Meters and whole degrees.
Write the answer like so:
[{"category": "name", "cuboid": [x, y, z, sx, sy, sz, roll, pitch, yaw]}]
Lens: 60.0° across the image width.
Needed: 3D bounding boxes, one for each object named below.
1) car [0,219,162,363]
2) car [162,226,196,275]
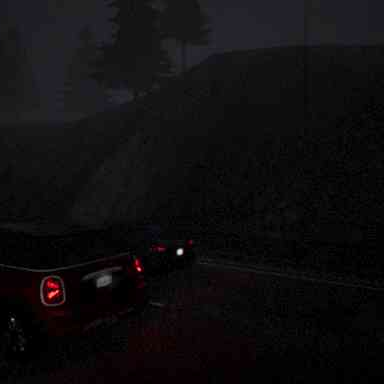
[{"category": "car", "cuboid": [-3.040, 1.318, 6.046, 4.553, 1.767, 2.097, 0, 1, 34]}, {"category": "car", "cuboid": [-1.980, 1.496, 9.562, 4.181, 1.385, 1.994, 0, 0, 34]}]
